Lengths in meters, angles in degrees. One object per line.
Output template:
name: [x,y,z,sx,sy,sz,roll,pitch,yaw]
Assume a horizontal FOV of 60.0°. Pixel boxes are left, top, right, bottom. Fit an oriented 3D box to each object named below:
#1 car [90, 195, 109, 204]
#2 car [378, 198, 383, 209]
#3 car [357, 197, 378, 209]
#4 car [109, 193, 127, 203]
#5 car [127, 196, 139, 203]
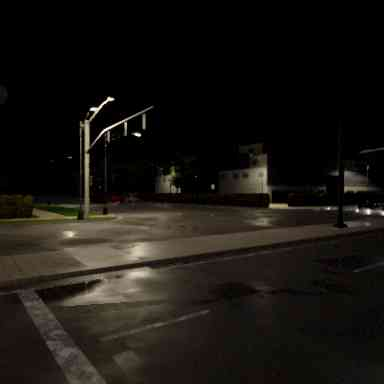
car: [-18.559,1.556,65.353,1.994,1.385,4.181,0,0,-34]
car: [25.348,1.337,40.738,4.553,1.767,2.097,0,0,-34]
car: [23.829,1.490,43.925,4.892,1.490,1.837,0,0,-34]
car: [-15.796,1.213,67.501,2.150,2.045,5.566,0,0,-34]
car: [-12.669,1.514,69.120,1.812,1.442,4.674,0,0,-34]
